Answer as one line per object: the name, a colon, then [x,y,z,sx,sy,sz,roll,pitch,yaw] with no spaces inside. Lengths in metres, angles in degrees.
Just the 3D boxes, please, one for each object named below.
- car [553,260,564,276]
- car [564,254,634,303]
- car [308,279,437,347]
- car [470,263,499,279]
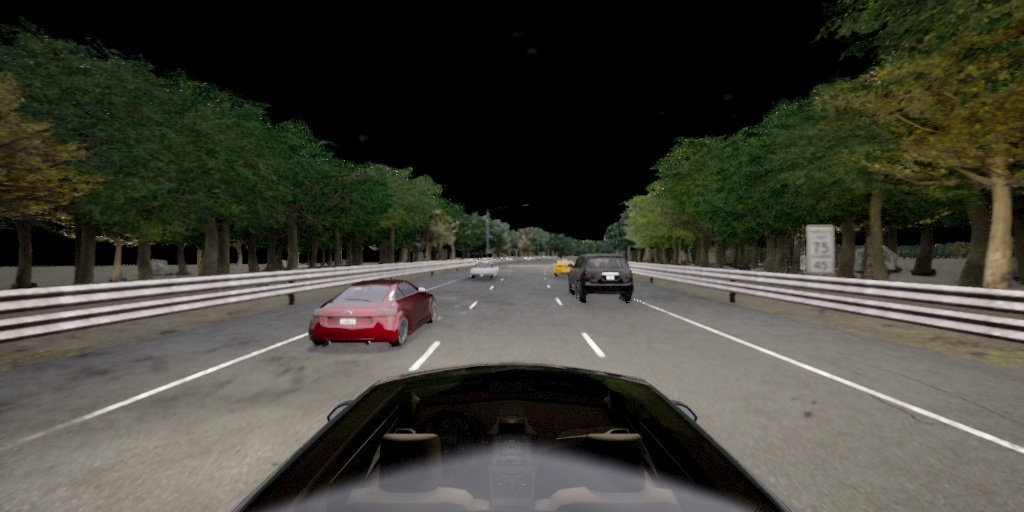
car: [5.008,1.098,34.358,1.882,1.535,5.008,0,0,5]
car: [3.924,0.920,16.601,2.150,2.045,5.566,0,0,2]
car: [-3.290,1.289,9.278,1.994,1.385,4.181,0,0,1]
car: [-2.275,1.241,31.087,1.895,1.301,4.718,0,0,4]
